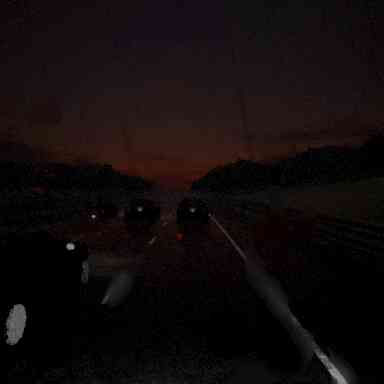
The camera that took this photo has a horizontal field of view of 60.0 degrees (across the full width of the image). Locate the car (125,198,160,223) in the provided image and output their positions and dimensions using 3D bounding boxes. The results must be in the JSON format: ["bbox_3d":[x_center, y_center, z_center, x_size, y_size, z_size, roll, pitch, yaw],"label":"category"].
[{"bbox_3d":[-3.496,1.196,24.228,2.097,1.767,4.553,0,0,-1],"label":"car"}]

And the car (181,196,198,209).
[{"bbox_3d":[-0.360,1.276,41.375,2.033,1.411,5.357,0,0,-1],"label":"car"}]

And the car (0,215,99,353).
[{"bbox_3d":[-3.397,1.435,6.083,1.882,1.535,5.008,0,0,0],"label":"car"}]

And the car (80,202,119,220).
[{"bbox_3d":[-7.016,1.434,25.791,1.895,1.301,4.718,0,0,-1],"label":"car"}]

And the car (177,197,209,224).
[{"bbox_3d":[0.018,1.201,23.414,2.097,1.767,4.553,0,0,-1],"label":"car"}]
